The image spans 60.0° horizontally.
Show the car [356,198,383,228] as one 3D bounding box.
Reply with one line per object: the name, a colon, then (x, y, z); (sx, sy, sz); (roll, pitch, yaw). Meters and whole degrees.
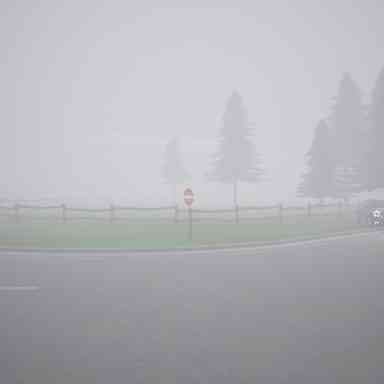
car: (11.748, 1.235, 20.561); (2.097, 1.767, 4.553); (3, 2, 14)
